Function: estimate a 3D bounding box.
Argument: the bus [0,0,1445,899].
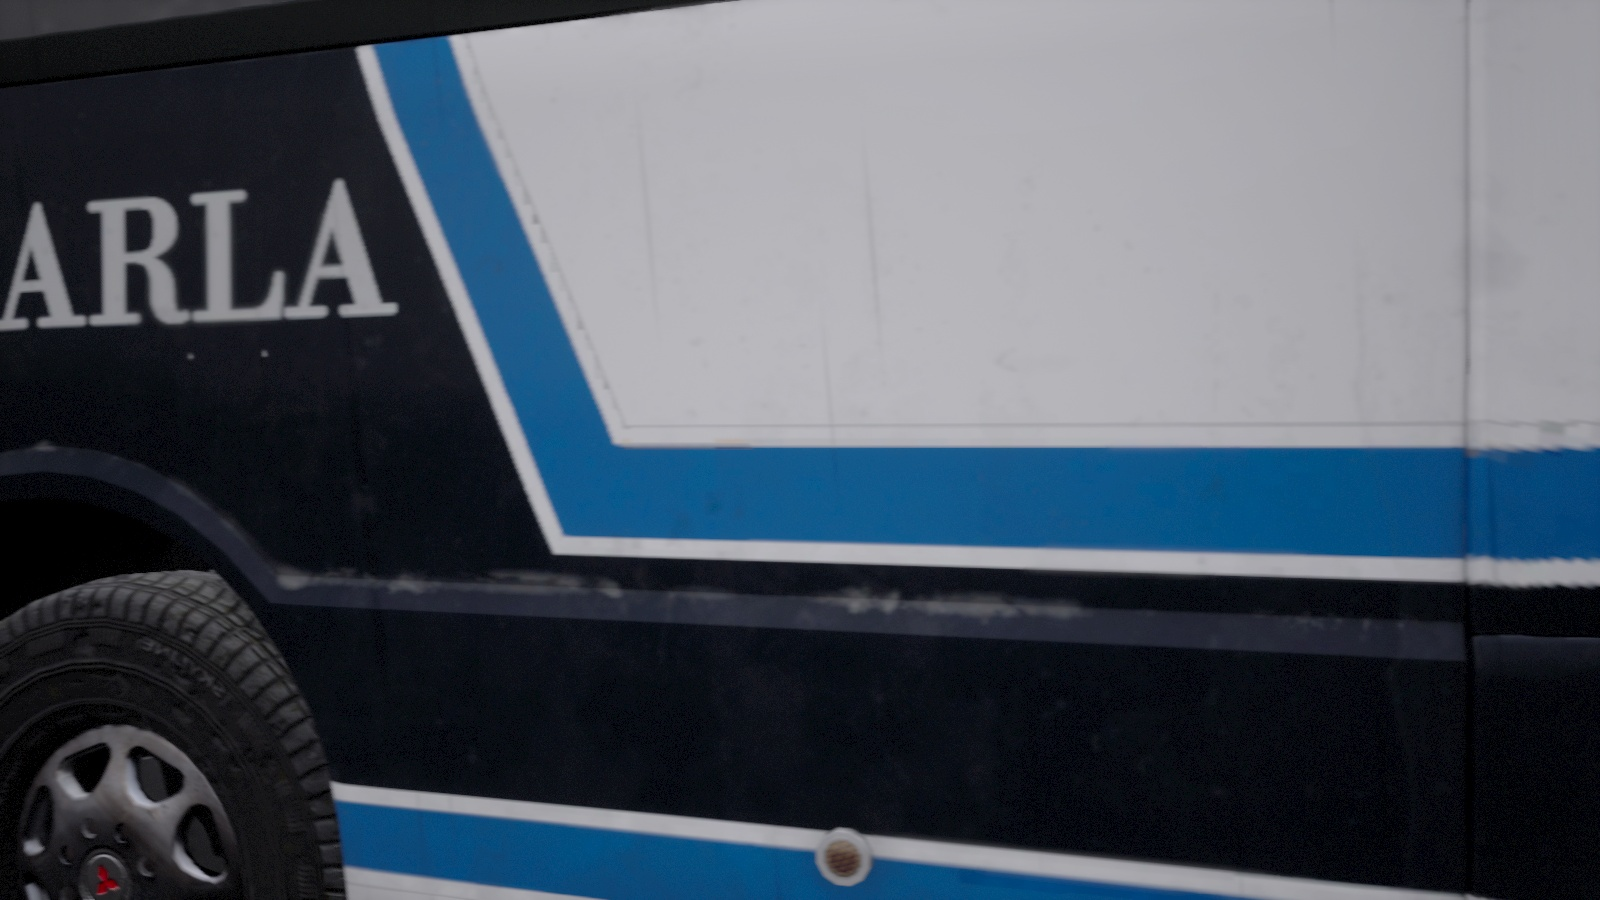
[{"bbox_3d":[-3.560,-0.641,4.849,10.273,4.253,3.944,1,1,18],"label":"bus"}]
